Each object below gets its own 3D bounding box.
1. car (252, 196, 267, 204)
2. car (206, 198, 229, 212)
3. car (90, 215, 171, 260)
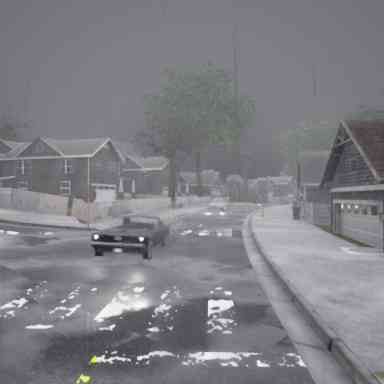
[{"bbox_3d":[12.873,1.587,63.562,1.837,1.490,4.892,-1,0,27],"label":"car"},{"bbox_3d":[3.023,1.492,38.701,1.812,1.442,4.674,0,0,16],"label":"car"},{"bbox_3d":[-2.069,1.553,12.419,1.895,1.301,4.718,2,-1,6],"label":"car"}]
